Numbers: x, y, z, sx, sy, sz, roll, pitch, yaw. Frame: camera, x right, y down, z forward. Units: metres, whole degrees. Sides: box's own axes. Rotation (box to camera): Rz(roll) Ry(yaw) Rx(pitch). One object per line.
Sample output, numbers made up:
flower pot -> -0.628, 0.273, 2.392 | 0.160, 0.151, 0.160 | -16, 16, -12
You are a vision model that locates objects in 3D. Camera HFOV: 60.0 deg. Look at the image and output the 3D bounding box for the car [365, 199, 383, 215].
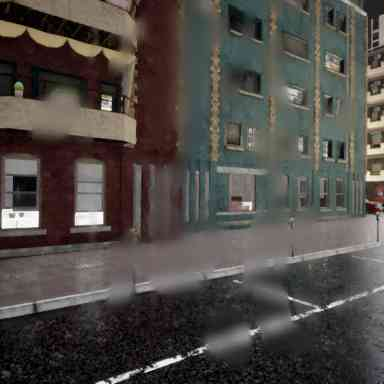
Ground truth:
car -> 15.702, 1.241, 32.220 | 2.192, 1.841, 5.009 | 1, 0, -36
